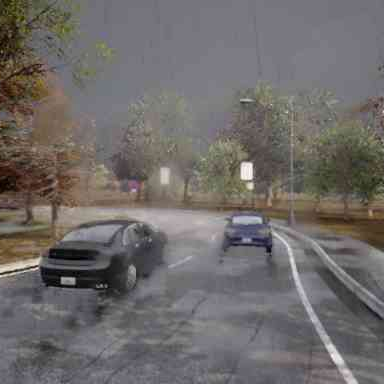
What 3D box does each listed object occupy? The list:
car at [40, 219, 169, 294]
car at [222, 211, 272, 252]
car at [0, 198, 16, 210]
[{"bbox_3d":[-1.962,1.482,8.864,1.837,1.490,4.892,0,0,11],"label":"car"},{"bbox_3d":[2.290,1.521,13.836,1.812,1.442,4.674,0,0,9],"label":"car"},{"bbox_3d":[-21.867,1.366,37.465,5.357,1.411,2.033,0,0,-6],"label":"car"}]
